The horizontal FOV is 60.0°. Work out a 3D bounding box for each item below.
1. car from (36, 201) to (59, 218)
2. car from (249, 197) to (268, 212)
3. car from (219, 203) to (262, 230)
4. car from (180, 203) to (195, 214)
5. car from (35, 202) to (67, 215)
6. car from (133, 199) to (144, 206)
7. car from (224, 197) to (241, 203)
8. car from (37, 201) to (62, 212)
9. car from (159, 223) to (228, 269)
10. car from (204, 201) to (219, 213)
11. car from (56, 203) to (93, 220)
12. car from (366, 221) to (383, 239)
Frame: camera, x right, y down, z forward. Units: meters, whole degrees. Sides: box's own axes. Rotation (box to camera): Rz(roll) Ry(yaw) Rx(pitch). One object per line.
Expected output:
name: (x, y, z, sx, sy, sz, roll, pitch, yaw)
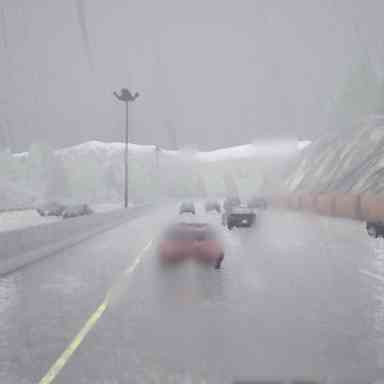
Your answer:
car: (-14.666, 1.941, 35.852, 2.128, 1.511, 4.902, 0, -1, -1)
car: (9.794, 1.829, 49.522, 2.150, 2.045, 5.566, 0, -2, -1)
car: (3.263, 1.769, 23.391, 1.882, 1.535, 5.008, 0, -1, -1)
car: (-0.593, 2.082, 42.901, 2.033, 1.411, 5.357, 0, -1, -1)
car: (-18.301, 2.092, 43.433, 2.033, 1.411, 5.357, 0, -1, -1)
car: (-11.737, 2.268, 73.741, 2.033, 1.411, 5.357, 0, -1, -1)
car: (6.249, 1.865, 52.028, 2.150, 2.045, 5.566, 0, -1, -1)
car: (-21.930, 2.148, 51.453, 1.837, 1.490, 4.892, 0, 0, -1)
car: (-0.053, 1.747, 11.659, 1.895, 1.301, 4.718, 0, -1, -1)
car: (2.840, 2.086, 46.887, 1.837, 1.490, 4.892, 0, -1, -1)
car: (-11.106, 1.911, 32.420, 1.837, 1.490, 4.892, 0, -1, -1)
car: (10.399, 1.798, 15.967, 1.895, 1.301, 4.718, 0, -1, -1)
